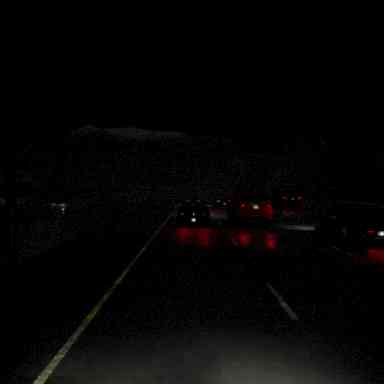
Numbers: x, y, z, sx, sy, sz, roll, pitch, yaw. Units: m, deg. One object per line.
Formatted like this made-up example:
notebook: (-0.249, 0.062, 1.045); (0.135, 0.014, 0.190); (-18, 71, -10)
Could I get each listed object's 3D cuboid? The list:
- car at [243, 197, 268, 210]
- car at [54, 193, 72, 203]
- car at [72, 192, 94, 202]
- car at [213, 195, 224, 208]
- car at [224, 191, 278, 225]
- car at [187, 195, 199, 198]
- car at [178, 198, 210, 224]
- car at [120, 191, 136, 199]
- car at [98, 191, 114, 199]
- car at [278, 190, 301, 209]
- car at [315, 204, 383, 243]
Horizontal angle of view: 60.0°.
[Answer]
car: (7.104, 1.211, 37.402); (1.895, 1.301, 4.718); (0, 0, 0)
car: (-20.995, 0.861, 54.642); (1.837, 1.490, 4.892); (0, 0, 0)
car: (-17.495, 0.649, 54.629); (1.882, 1.535, 5.008); (0, 0, 0)
car: (3.604, 1.129, 39.383); (1.812, 1.442, 4.674); (0, 0, 0)
car: (3.602, 0.929, 21.387); (2.150, 2.045, 5.566); (0, 0, 0)
car: (0.103, 1.129, 39.389); (1.812, 1.442, 4.674); (0, 0, 0)
car: (0.102, 1.307, 21.584); (1.895, 1.301, 4.718); (0, 1, 0)
car: (-10.495, 0.526, 54.658); (2.097, 1.767, 4.553); (0, 0, 0)
car: (-13.995, 0.671, 54.629); (1.837, 1.490, 4.892); (0, 0, 0)
car: (10.604, 0.830, 37.706); (2.150, 2.045, 5.566); (0, 0, 0)
car: (7.101, 1.281, 14.852); (1.837, 1.490, 4.892); (0, 1, 0)
